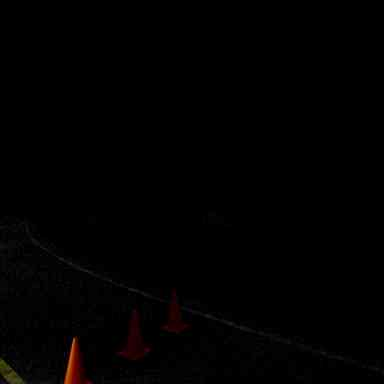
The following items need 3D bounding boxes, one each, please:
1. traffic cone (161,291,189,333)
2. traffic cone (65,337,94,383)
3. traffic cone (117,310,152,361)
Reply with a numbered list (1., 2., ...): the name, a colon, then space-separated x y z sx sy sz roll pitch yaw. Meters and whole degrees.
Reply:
1. traffic cone: -0.277 1.931 5.460 0.340 0.580 0.340 1 1 31
2. traffic cone: -1.313 1.945 3.759 0.340 0.580 0.340 1 1 31
3. traffic cone: -0.795 1.938 4.610 0.340 0.580 0.340 1 1 31
